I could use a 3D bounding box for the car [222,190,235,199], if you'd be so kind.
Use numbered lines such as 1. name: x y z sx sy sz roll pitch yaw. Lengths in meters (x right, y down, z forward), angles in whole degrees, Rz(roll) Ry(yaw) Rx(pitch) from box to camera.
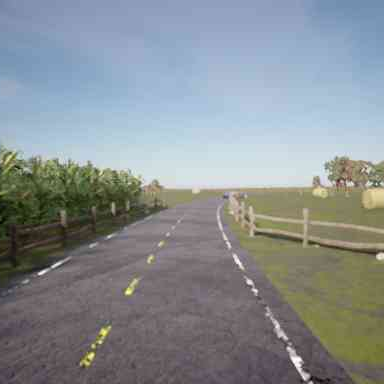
1. car: 7.903 0.707 75.226 2.033 1.411 5.357 -1 0 14

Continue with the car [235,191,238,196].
1. car: 10.374 0.345 85.223 2.097 1.767 4.553 -1 0 16
